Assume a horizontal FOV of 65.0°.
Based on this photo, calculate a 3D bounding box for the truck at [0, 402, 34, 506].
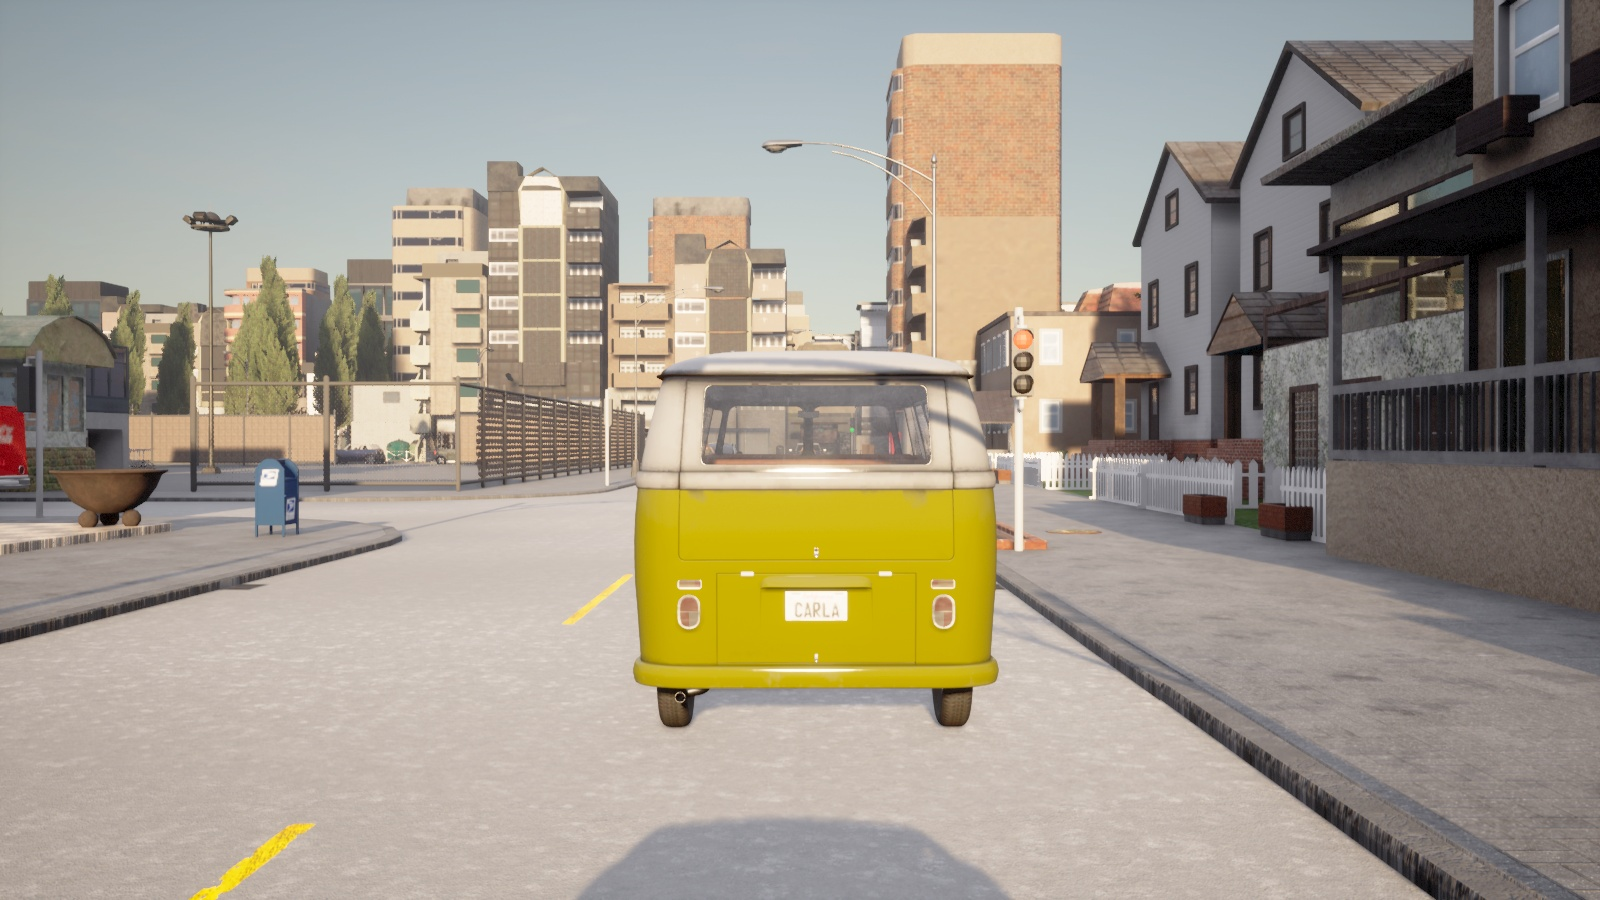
[{"bbox_3d":[-21.611,0.078,29.861,5.204,2.467,2.627,1,0,1],"label":"truck"}]

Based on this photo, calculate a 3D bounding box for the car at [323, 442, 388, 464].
[{"bbox_3d":[-30.965,0.186,87.498,3.806,1.475,1.970,0,0,0],"label":"car"}]

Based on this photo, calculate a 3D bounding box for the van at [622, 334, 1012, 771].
[{"bbox_3d":[0.070,0.454,7.932,1.775,1.987,4.442,0,0,0],"label":"van"}]

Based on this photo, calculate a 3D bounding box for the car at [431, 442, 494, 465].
[{"bbox_3d":[-22.380,0.229,83.458,3.705,1.549,1.789,0,0,0],"label":"car"}]
